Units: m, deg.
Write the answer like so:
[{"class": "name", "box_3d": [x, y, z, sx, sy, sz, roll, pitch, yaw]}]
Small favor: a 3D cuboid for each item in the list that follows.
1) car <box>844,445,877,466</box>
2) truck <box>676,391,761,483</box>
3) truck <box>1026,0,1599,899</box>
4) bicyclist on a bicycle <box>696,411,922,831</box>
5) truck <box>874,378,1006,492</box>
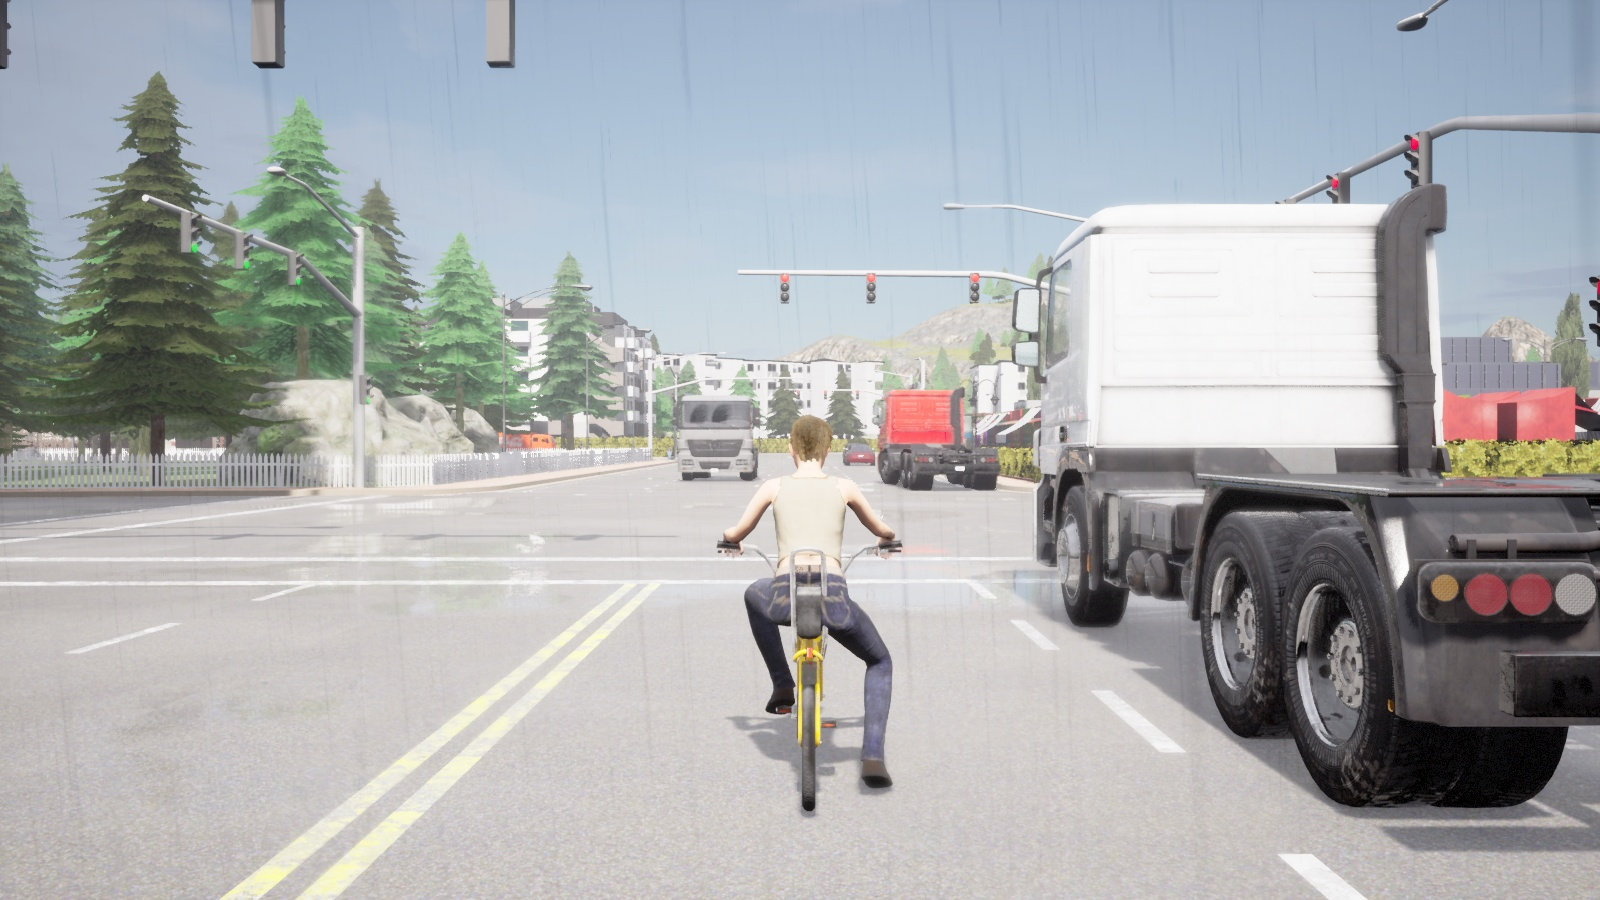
[{"class": "car", "box_3d": [3.964, 0.346, 82.889, 1.994, 1.385, 4.181, 0, 0, 1]}, {"class": "truck", "box_3d": [-3.204, -0.528, 51.318, 2.891, 3.462, 7.936, 0, 0, 0]}, {"class": "truck", "box_3d": [3.559, -0.277, 7.884, 2.891, 3.462, 7.936, 0, 0, 0]}, {"class": "bicyclist on a bicycle", "box_3d": [0.042, 0.652, 5.576, 0.866, 1.612, 1.509, 0, 0, 1]}, {"class": "truck", "box_3d": [4.558, -0.473, 42.571, 2.891, 3.462, 7.936, 0, 0, -5]}]
